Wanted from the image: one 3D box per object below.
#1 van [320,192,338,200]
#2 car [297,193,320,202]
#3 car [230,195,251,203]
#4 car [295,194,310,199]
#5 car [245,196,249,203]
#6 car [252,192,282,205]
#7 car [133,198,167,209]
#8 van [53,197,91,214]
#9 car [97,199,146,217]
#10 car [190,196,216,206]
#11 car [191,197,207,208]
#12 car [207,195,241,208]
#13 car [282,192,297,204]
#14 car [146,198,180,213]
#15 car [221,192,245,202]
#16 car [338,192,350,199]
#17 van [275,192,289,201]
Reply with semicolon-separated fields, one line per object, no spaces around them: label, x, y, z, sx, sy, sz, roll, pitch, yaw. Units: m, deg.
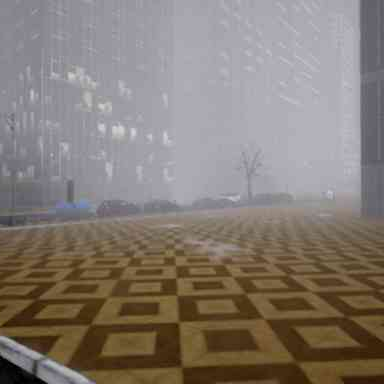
van;30.535;0.885;74.369;1.690;1.788;3.998;0;1;41
car;23.153;1.165;65.938;1.752;1.417;4.829;0;1;41
car;9.254;1.350;62.786;1.947;1.339;4.313;0;1;41
car;27.991;1.107;84.188;1.947;1.339;4.313;0;1;41
car;11.645;1.285;56.888;1.837;1.490;4.892;0;0;41
car;11.799;1.103;52.968;2.192;1.841;5.009;0;1;41
car;-5.741;1.524;45.672;1.887;1.381;4.507;0;1;41
van;-13.320;1.420;37.184;1.690;1.788;3.998;0;1;41
car;-6.844;1.472;31.489;1.967;1.590;4.097;0;1;41
car;1.759;1.448;54.225;1.947;1.339;4.313;0;1;41
car;2.026;1.468;45.895;1.994;1.385;4.181;0;0;41
car;4.305;1.468;44.410;1.802;1.307;4.206;0;1;41
car;15.546;1.054;57.248;2.192;1.841;5.009;0;1;41
car;-3.139;1.549;35.807;1.947;1.339;4.313;0;1;41
car;5.977;1.044;54.973;2.150;2.045;5.566;0;0;41
car;38.063;0.904;83.496;1.801;1.575;5.366;0;0;41
van;20.496;0.979;75.624;1.690;1.788;3.998;0;1;41
